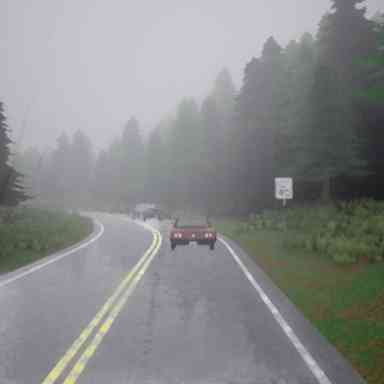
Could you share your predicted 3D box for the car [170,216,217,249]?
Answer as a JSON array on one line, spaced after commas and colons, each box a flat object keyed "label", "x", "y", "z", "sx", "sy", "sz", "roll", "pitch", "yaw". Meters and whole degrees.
[{"label": "car", "x": -0.037, "y": 1.757, "z": 15.256, "sx": 1.895, "sy": 1.301, "sz": 4.718, "roll": 0, "pitch": -1, "yaw": -2}]

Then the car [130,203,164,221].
[{"label": "car", "x": -4.203, "y": 1.818, "z": 30.490, "sx": 1.837, "sy": 1.490, "sz": 4.892, "roll": 3, "pitch": -1, "yaw": -29}]
